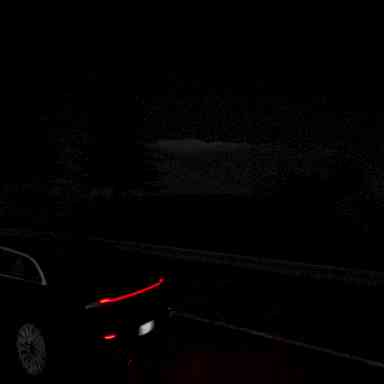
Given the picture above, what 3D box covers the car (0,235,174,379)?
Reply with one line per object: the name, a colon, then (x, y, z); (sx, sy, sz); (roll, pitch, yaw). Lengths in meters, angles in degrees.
car: (-2.593, 1.478, 5.477); (4.902, 1.511, 2.128); (0, 0, 33)
